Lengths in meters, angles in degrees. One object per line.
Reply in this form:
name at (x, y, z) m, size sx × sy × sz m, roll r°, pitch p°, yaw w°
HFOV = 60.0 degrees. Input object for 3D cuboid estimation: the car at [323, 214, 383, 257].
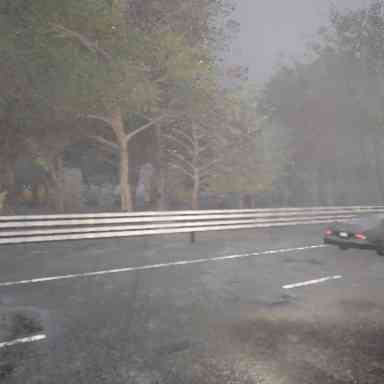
car at (7.521, 1.577, 13.140) m, size 5.357 × 1.411 × 2.033 m, roll 0°, pitch 0°, yaw -32°
